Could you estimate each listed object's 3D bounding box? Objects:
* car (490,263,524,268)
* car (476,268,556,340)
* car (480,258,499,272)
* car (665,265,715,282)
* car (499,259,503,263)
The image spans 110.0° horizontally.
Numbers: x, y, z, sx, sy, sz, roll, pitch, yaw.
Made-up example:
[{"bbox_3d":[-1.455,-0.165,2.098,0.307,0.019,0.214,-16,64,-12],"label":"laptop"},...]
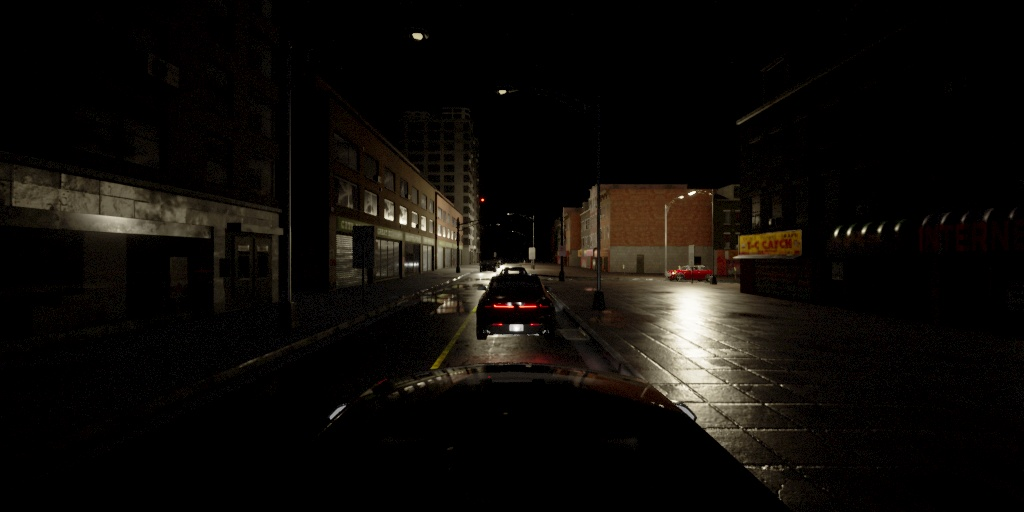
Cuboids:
[{"bbox_3d":[0.093,1.298,19.546,2.033,1.411,5.357,0,0,0],"label":"car"},{"bbox_3d":[0.085,1.255,9.935,1.837,1.490,4.892,0,0,0],"label":"car"},{"bbox_3d":[-2.881,1.228,43.964,1.882,1.535,5.008,0,0,0],"label":"car"},{"bbox_3d":[16.332,1.574,33.134,4.097,1.591,1.967,0,0,0],"label":"car"},{"bbox_3d":[-2.883,1.250,57.493,1.837,1.490,4.892,0,0,0],"label":"car"}]
